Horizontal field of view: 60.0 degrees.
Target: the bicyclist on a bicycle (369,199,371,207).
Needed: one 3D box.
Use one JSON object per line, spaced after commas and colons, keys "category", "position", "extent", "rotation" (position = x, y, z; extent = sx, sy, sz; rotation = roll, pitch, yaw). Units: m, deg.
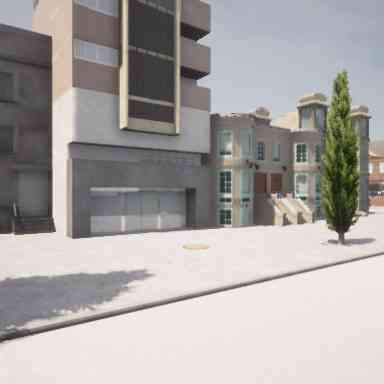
{"category": "bicyclist on a bicycle", "position": [24.795, 1.347, 46.971], "extent": [1.656, 1.620, 0.582], "rotation": [0, 0, -36]}
